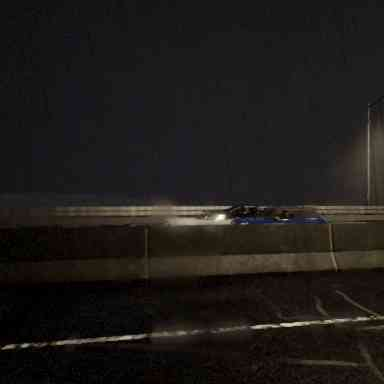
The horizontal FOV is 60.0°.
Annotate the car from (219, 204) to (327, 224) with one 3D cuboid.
[{"bbox_3d":[3.816,1.446,15.150,4.553,1.767,2.097,0,0,-11],"label":"car"}]

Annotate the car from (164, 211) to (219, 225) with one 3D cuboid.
[{"bbox_3d":[0.852,1.700,18.142,4.718,1.301,1.895,0,0,-11],"label":"car"}]

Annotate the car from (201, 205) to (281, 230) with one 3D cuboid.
[{"bbox_3d":[3.213,1.634,22.163,4.892,1.490,1.837,0,0,-11],"label":"car"}]
